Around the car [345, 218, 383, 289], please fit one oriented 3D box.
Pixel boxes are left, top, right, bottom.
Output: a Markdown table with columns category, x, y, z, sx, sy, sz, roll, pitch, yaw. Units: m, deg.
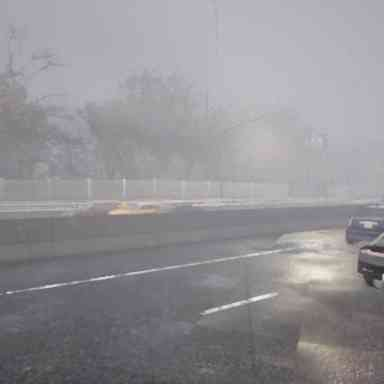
| category | x | y | z | sx | sy | sz | roll | pitch | yaw |
| --- | --- | --- | --- | --- | --- | --- | --- | --- | --- |
| car | 5.876 | 1.488 | 7.944 | 4.902 | 1.511 | 2.128 | 0 | 0 | -36 |

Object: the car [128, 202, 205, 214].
| category | x | y | z | sx | sy | sz | roll | pitch | yaw |
| --- | --- | --- | --- | --- | --- | --- | --- | --- | --- |
| car | -1.135 | 1.501 | 20.387 | 4.892 | 1.490 | 1.837 | 0 | 0 | -36 |

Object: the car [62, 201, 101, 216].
| category | x | y | z | sx | sy | sz | roll | pitch | yaw |
| --- | --- | --- | --- | --- | --- | --- | --- | --- | --- |
| car | -7.179 | 1.523 | 24.673 | 4.674 | 1.442 | 1.812 | 0 | 0 | -36 |

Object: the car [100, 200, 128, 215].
| category | x | y | z | sx | sy | sz | roll | pitch | yaw |
| --- | --- | --- | --- | --- | --- | --- | --- | --- | --- |
| car | -3.431 | 1.474 | 23.047 | 5.008 | 1.535 | 1.882 | 0 | 0 | -36 |

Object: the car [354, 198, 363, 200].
| category | x | y | z | sx | sy | sz | roll | pitch | yaw |
| --- | --- | --- | --- | --- | --- | --- | --- | --- | --- |
| car | 26.803 | 1.593 | 53.172 | 4.718 | 1.301 | 1.895 | 0 | 0 | -35 |

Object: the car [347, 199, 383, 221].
| category | x | y | z | sx | sy | sz | roll | pitch | yaw |
| --- | --- | --- | --- | --- | --- | --- | --- | --- | --- |
| car | 8.591 | 1.346 | 14.187 | 4.553 | 1.767 | 2.097 | 0 | 0 | -36 |

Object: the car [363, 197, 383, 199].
| category | x | y | z | sx | sy | sz | roll | pitch | yaw |
| --- | --- | --- | --- | --- | --- | --- | --- | --- | --- |
| car | 28.080 | 1.518 | 49.794 | 4.674 | 1.442 | 1.812 | 0 | 0 | -35 |

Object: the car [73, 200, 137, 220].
| category | x | y | z | sx | sy | sz | roll | pitch | yaw |
| --- | --- | --- | --- | --- | --- | --- | --- | --- | --- |
| car | -7.484 | 1.474 | 28.756 | 5.008 | 1.535 | 1.882 | 0 | 0 | -36 |
